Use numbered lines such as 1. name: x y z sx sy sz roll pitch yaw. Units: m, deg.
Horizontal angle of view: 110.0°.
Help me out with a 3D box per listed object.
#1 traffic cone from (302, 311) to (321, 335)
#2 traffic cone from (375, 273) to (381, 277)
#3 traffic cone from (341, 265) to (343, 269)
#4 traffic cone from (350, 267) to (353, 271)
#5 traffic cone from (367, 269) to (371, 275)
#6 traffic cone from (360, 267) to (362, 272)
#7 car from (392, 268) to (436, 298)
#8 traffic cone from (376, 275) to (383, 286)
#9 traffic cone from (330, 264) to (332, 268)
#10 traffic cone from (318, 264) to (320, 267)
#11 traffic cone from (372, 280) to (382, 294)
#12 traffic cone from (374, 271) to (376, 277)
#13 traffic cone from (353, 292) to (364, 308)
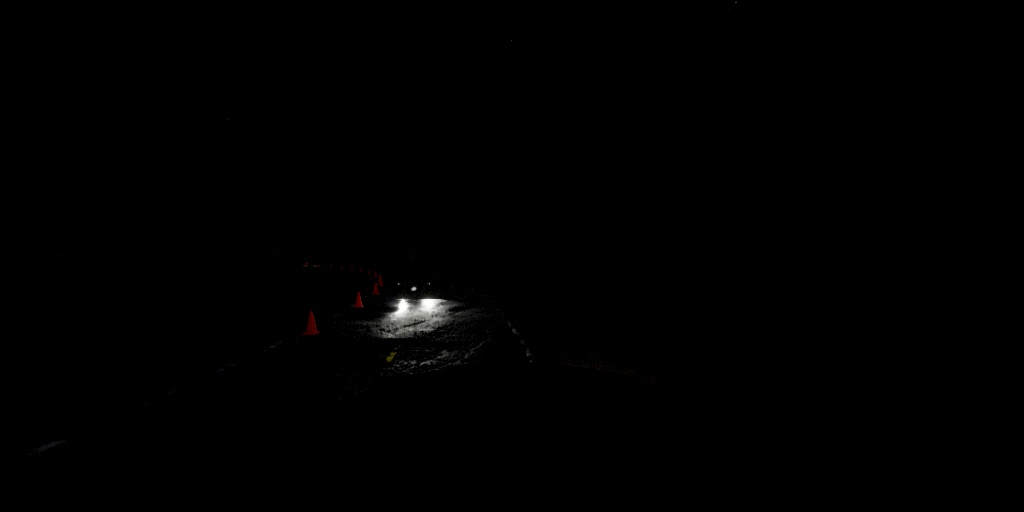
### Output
1. traffic cone: -5.149 1.699 9.200 0.340 0.580 0.340 0 0 -8
2. traffic cone: -10.249 1.652 27.832 0.340 0.580 0.340 0 0 -23
3. traffic cone: -22.951 1.489 48.324 0.340 0.580 0.340 0 0 -41
4. traffic cone: -19.897 1.532 44.568 0.340 0.580 0.340 0 0 -37
5. traffic cone: -14.537 1.602 36.508 0.340 0.580 0.340 0 0 -30
6. traffic cone: -17.088 1.569 40.624 0.340 0.580 0.340 0 0 -34
7. car: -4.984 1.301 18.300 1.994 1.385 4.181 0 0 -15
8. traffic cone: -8.529 1.670 23.306 0.340 0.580 0.340 0 0 -19
9. traffic cone: -26.240 1.444 51.878 0.340 0.580 0.340 0 0 -45
10. traffic cone: -29.749 1.399 55.215 0.340 0.580 0.340 0 0 42
11. traffic cone: -7.103 1.683 18.679 0.340 0.580 0.340 0 0 -15
12. traffic cone: -12.254 1.629 32.239 0.340 0.580 0.340 0 0 -26
13. traffic cone: -5.974 1.693 13.971 0.340 0.580 0.340 0 0 -12
